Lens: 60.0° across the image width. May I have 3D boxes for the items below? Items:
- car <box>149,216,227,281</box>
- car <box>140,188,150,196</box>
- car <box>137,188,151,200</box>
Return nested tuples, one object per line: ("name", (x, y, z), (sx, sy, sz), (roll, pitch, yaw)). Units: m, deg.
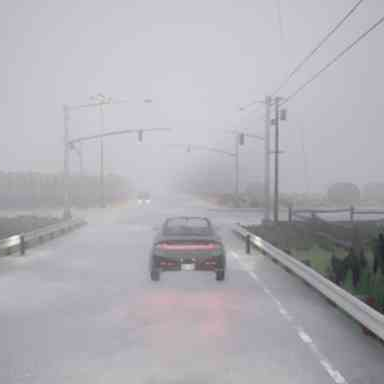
("car", (-0.138, 1.452, 9.657), (2.128, 1.511, 4.902), (0, -1, -1))
("car", (-9.494, -0.084, 67.439), (1.812, 1.442, 4.674), (0, 2, -7))
("car", (-7.484, 0.491, 51.753), (1.994, 1.385, 4.181), (0, 2, -7))
